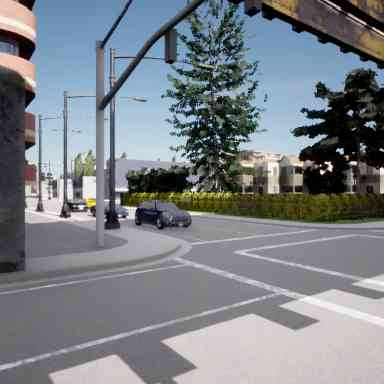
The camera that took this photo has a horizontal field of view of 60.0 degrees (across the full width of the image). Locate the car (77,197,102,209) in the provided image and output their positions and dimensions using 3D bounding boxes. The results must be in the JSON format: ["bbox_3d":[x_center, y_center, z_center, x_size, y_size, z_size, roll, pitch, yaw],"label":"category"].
[{"bbox_3d":[-14.061,1.478,45.323,1.882,1.535,5.008,0,0,-34],"label":"car"}]

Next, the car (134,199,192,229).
[{"bbox_3d":[-1.959,1.352,21.679,2.097,1.767,4.553,0,0,-35],"label":"car"}]

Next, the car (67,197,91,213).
[{"bbox_3d":[-13.292,1.492,37.809,2.128,1.511,4.902,0,0,-35],"label":"car"}]

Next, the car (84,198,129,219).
[{"bbox_3d":[-7.434,1.547,29.457,2.033,1.411,5.357,0,0,-35],"label":"car"}]
